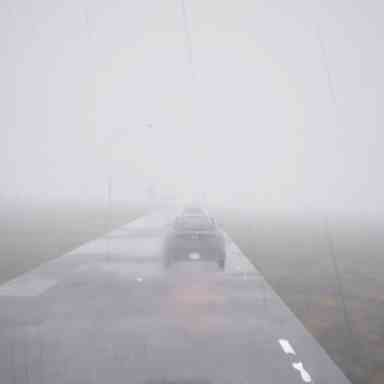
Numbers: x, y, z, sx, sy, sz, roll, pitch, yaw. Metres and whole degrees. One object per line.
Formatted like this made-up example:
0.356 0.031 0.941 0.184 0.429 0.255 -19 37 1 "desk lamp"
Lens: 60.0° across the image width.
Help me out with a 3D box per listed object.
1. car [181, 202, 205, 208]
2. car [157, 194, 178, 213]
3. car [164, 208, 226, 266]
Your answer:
0.091 1.569 27.451 1.812 1.442 4.674 0 0 0 "car"
-2.835 1.283 39.068 2.150 2.045 5.566 0 0 0 "car"
0.087 1.521 11.520 1.837 1.490 4.892 0 0 0 "car"
